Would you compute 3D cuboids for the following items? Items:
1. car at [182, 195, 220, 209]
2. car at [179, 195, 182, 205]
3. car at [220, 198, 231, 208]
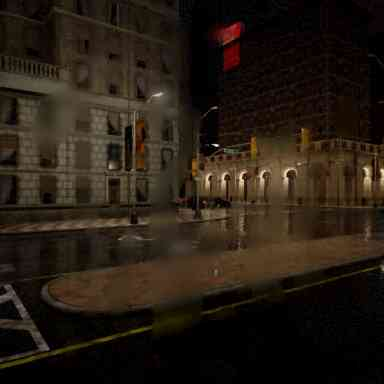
[{"bbox_3d":[1.180,1.352,44.981,2.097,1.767,4.553,0,0,-35],"label":"car"},{"bbox_3d":[-2.273,1.352,55.881,2.097,1.767,4.553,0,0,-35],"label":"car"},{"bbox_3d":[3.475,1.478,47.786,1.882,1.535,5.008,0,0,-36],"label":"car"}]
